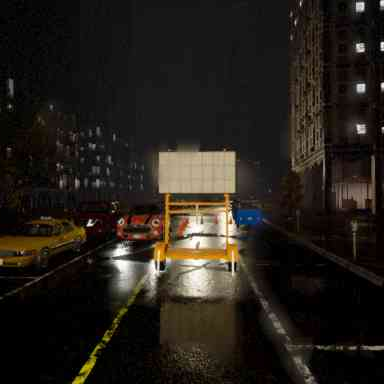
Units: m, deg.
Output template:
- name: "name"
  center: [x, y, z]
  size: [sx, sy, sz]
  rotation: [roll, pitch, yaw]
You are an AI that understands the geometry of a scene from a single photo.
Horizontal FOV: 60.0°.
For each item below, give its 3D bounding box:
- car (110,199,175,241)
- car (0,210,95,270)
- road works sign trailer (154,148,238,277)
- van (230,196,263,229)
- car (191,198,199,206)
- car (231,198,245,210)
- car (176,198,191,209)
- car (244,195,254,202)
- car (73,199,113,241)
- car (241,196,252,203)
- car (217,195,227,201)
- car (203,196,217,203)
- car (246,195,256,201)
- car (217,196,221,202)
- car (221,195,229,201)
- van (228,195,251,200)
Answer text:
- name: "car"
  center: [-2.278, 1.361, 16.775]
  size: [2.097, 1.767, 4.553]
  rotation: [0, 0, 4]
- name: "car"
  center: [-5.052, 1.533, 11.220]
  size: [1.752, 1.417, 4.829]
  rotation: [1, 0, 2]
- name: "road works sign trailer"
  center: [0.162, 0.468, 10.247]
  size: [2.380, 3.560, 2.880]
  rotation: [0, 0, 3]
- name: "van"
  center: [3.573, 1.345, 21.545]
  size: [1.690, 1.788, 3.998]
  rotation: [1, 0, 4]
- name: "car"
  center: [0.119, 1.620, 56.654]
  size: [1.802, 1.307, 4.206]
  rotation: [1, 0, 11]
- name: "car"
  center: [6.273, 1.532, 45.122]
  size: [1.752, 1.417, 4.829]
  rotation: [1, 0, 9]
- name: "car"
  center: [-1.785, 1.597, 45.469]
  size: [1.947, 1.339, 4.313]
  rotation: [1, 0, 9]
- name: "car"
  center: [13.462, 1.462, 78.836]
  size: [1.967, 1.590, 4.097]
  rotation: [1, 0, 16]
- name: "car"
  center: [-4.762, 1.327, 17.049]
  size: [2.192, 1.841, 5.009]
  rotation: [1, 0, 3]
- name: "car"
  center: [12.011, 1.584, 73.337]
  size: [1.947, 1.339, 4.313]
  rotation: [1, 0, 14]
- name: "car"
  center: [8.035, 1.624, 88.976]
  size: [2.008, 1.369, 4.403]
  rotation: [1, 0, 17]
- name: "car"
  center: [3.690, 1.621, 73.107]
  size: [1.947, 1.339, 4.313]
  rotation: [1, 0, 14]
- name: "car"
  center: [14.997, 1.570, 84.266]
  size: [1.887, 1.381, 4.507]
  rotation: [1, 0, 17]
- name: "car"
  center: [5.007, 1.587, 78.270]
  size: [1.752, 1.417, 4.829]
  rotation: [1, 0, 15]
- name: "car"
  center: [9.217, 1.602, 83.879]
  size: [2.033, 1.411, 5.357]
  rotation: [0, 0, 16]
- name: "van"
  center: [4.070, 1.346, 27.387]
  size: [1.690, 1.788, 3.998]
  rotation: [1, 0, 6]
